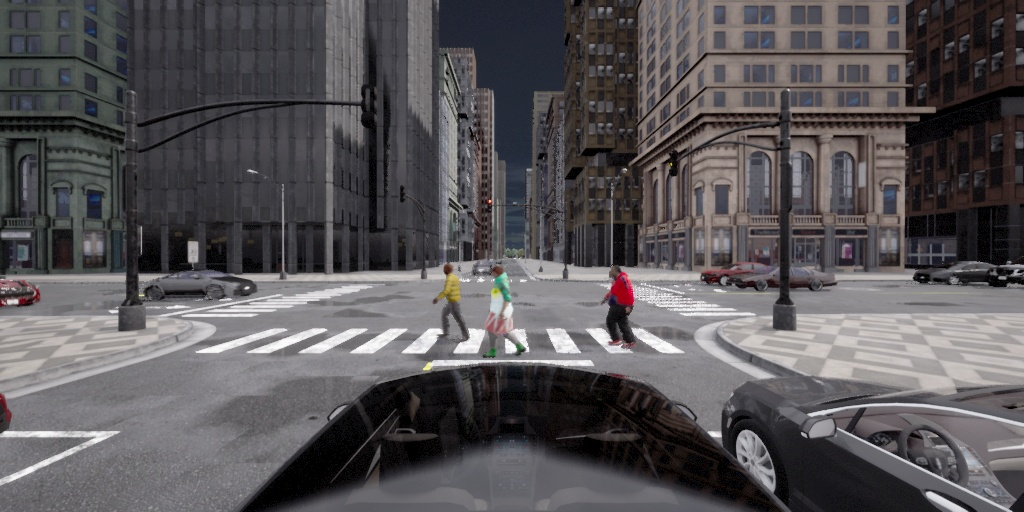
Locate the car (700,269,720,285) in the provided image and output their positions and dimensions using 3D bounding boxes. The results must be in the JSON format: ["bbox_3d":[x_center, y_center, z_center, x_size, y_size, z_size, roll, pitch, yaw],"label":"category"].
[{"bbox_3d":[15.102,1.159,23.638,5.008,1.535,1.882,0,0,0],"label":"car"}]

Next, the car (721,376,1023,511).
[{"bbox_3d":[2.762,1.300,1.564,2.007,1.370,4.403,0,0,0],"label":"car"}]

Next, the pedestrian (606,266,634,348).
[{"bbox_3d":[2.293,1.043,7.645,0.375,1.860,0.375,0,0,0],"label":"pedestrian"}]

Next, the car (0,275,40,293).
[{"bbox_3d":[-21.314,1.177,13.726,4.553,1.767,2.097,0,0,0],"label":"car"}]

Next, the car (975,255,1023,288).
[{"bbox_3d":[30.587,0.871,20.356,5.566,2.045,2.150,-1,0,0],"label":"car"}]

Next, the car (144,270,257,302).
[{"bbox_3d":[-14.682,1.355,17.062,4.181,1.385,1.994,0,0,-2],"label":"car"}]

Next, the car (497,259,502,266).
[{"bbox_3d":[-2.905,1.241,50.873,2.128,1.511,4.902,0,0,0],"label":"car"}]

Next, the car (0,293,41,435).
[{"bbox_3d":[-5.763,1.190,1.569,1.967,1.591,4.097,0,0,0],"label":"car"}]

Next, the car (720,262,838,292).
[{"bbox_3d":[15.254,1.242,20.390,5.357,1.411,2.033,0,0,0],"label":"car"}]

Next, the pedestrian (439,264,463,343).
[{"bbox_3d":[-1.402,1.051,8.249,0.375,1.860,0.375,0,0,0],"label":"pedestrian"}]

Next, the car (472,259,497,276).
[{"bbox_3d":[-2.942,1.239,36.906,2.128,1.511,4.902,0,0,0],"label":"car"}]

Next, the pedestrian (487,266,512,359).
[{"bbox_3d":[-0.236,1.043,7.045,0.375,1.860,0.375,0,0,0],"label":"pedestrian"}]

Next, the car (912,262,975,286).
[{"bbox_3d":[29.476,1.146,23.616,4.892,1.490,1.837,-1,0,0],"label":"car"}]
